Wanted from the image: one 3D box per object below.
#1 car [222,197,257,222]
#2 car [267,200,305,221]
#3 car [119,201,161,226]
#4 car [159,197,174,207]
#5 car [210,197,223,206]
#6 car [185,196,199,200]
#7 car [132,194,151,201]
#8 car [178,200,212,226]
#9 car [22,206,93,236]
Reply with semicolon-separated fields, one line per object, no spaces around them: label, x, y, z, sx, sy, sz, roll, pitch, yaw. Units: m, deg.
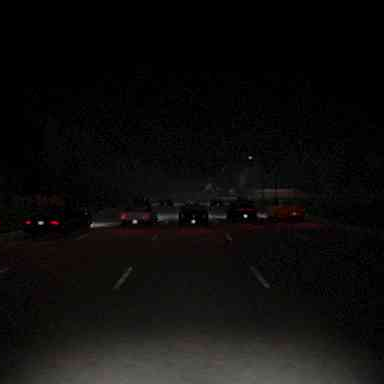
car;3.593;1.365;24.706;1.837;1.490;4.892;0;0;0
car;7.092;1.336;25.533;1.882;1.535;5.008;0;0;0
car;-3.407;1.477;22.091;1.895;1.301;4.718;0;0;0
car;-3.507;1.343;46.287;1.895;1.301;4.718;0;0;0
car;3.498;1.341;46.811;1.895;1.301;4.718;0;0;0
car;-0.007;1.266;46.660;1.812;1.442;4.674;0;0;0
car;-7.014;1.093;46.267;2.097;1.767;4.553;0;0;0
car;0.093;1.476;22.246;1.895;1.301;4.718;0;0;0
car;-6.906;1.448;17.694;2.033;1.411;5.357;0;0;0
